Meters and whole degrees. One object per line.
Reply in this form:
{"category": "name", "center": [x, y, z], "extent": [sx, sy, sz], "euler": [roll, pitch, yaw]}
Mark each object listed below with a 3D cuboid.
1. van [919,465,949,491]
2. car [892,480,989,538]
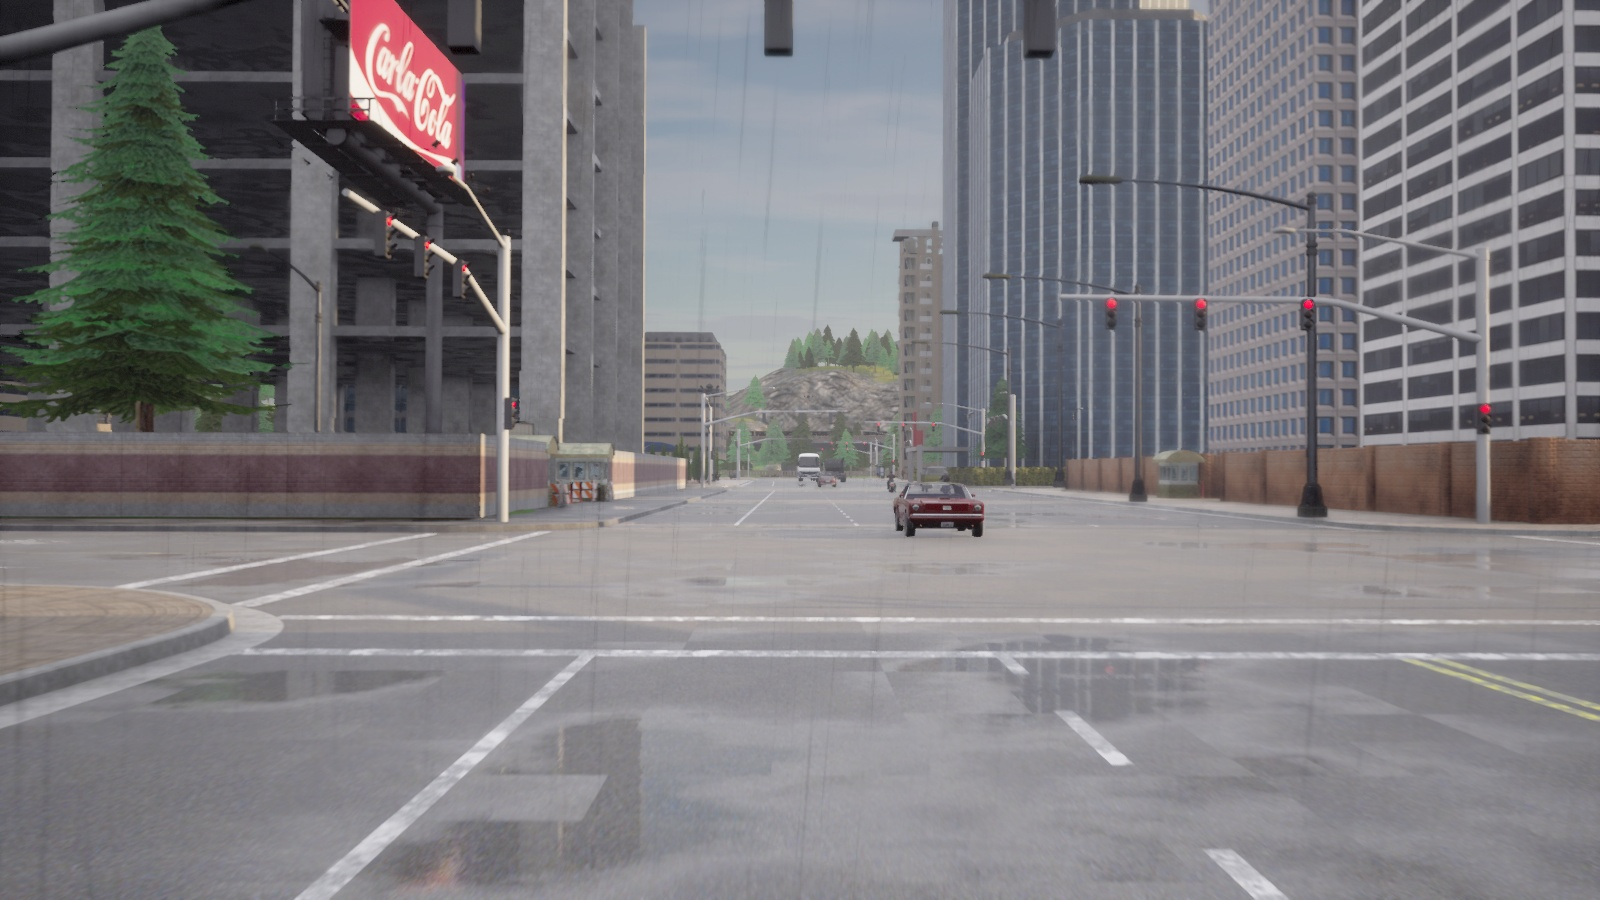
{"category": "van", "center": [10.262, 2.136, 96.185], "extent": [1.775, 1.987, 4.442], "euler": [0, -1, 0]}
{"category": "car", "center": [3.427, 1.427, 31.415], "extent": [1.895, 1.301, 4.718], "euler": [0, -1, 0]}
